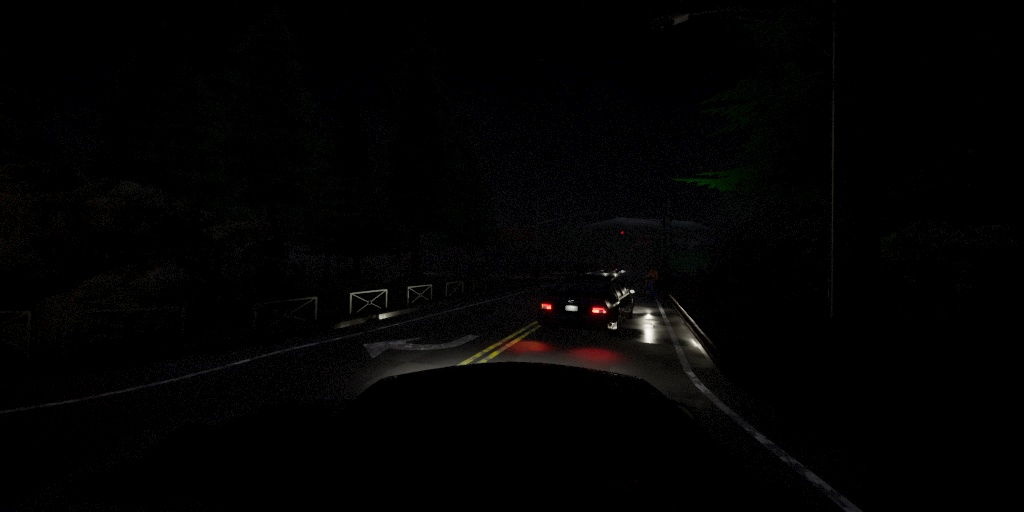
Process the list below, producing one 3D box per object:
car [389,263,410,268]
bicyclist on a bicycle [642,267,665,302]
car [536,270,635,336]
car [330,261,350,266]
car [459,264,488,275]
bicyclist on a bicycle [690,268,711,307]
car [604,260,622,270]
[{"bbox_3d":[-14.491,1.599,48.269,4.181,1.385,1.994,1,-1,21],"label":"car"},{"bbox_3d":[6.523,1.313,16.499,1.656,1.620,0.582,1,-1,-31],"label":"bicyclist on a bicycle"},{"bbox_3d":[2.361,1.263,10.316,2.033,1.411,5.357,1,-1,24],"label":"car"},{"bbox_3d":[-24.240,1.460,52.157,5.357,1.411,2.033,1,-1,24],"label":"car"},{"bbox_3d":[-5.112,1.721,44.816,4.181,1.385,1.994,1,-1,20],"label":"car"},{"bbox_3d":[7.960,1.325,15.108,1.656,1.620,0.582,1,-1,-34],"label":"bicyclist on a bicycle"},{"bbox_3d":[16.686,1.771,59.858,2.150,2.045,5.566,1,-1,20],"label":"car"}]
